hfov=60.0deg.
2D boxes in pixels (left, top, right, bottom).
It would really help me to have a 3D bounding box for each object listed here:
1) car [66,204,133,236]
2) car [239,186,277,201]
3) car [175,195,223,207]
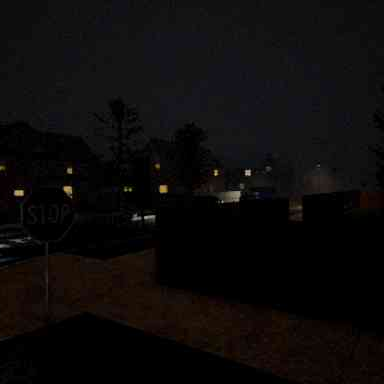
[{"bbox_3d":[-5.291,1.319,16.878,1.895,1.301,4.718,-1,1,36],"label":"car"},{"bbox_3d":[6.792,0.442,33.728,2.150,2.045,5.566,-1,1,35],"label":"car"},{"bbox_3d":[0.598,0.980,25.093,1.837,1.490,4.892,-1,1,36],"label":"car"}]
